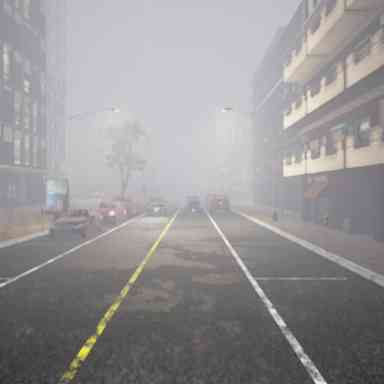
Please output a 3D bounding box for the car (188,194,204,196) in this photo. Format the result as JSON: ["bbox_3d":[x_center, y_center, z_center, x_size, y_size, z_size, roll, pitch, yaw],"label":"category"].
[{"bbox_3d":[0.111,1.139,42.091,2.097,1.767,4.553,0,0,0],"label":"car"}]

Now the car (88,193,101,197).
[{"bbox_3d":[-21.988,0.745,78.504,4.829,1.417,1.752,1,-1,-1],"label":"car"}]

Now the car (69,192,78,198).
[{"bbox_3d":[-27.330,0.499,69.980,5.009,1.841,2.192,1,-1,-1],"label":"car"}]

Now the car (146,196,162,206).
[{"bbox_3d":[-5.664,1.316,50.142,1.947,1.339,4.313,0,0,0],"label":"car"}]

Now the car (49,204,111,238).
[{"bbox_3d":[-5.683,1.495,16.837,1.802,1.307,4.206,0,0,0],"label":"car"}]

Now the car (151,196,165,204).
[{"bbox_3d":[-5.661,1.291,55.388,1.947,1.339,4.313,0,0,0],"label":"car"}]

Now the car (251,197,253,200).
[{"bbox_3d":[16.072,1.372,78.830,4.097,1.590,1.967,1,-1,-1],"label":"car"}]

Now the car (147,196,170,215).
[{"bbox_3d":[-3.083,1.332,31.238,2.128,1.511,4.902,0,0,0],"label":"car"}]

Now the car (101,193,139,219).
[{"bbox_3d":[-5.677,1.172,27.937,2.192,1.841,5.009,0,0,0],"label":"car"}]

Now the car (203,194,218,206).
[{"bbox_3d":[2.716,1.189,50.138,1.967,1.590,4.097,0,0,0],"label":"car"}]

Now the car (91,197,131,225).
[{"bbox_3d":[-5.680,1.325,22.387,1.967,1.590,4.097,0,0,0],"label":"car"}]

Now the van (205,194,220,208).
[{"bbox_3d":[2.713,1.117,44.587,1.690,1.788,3.998,0,0,0],"label":"van"}]

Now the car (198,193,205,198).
[{"bbox_3d":[2.741,1.108,95.028,1.947,1.339,4.313,0,0,0],"label":"car"}]

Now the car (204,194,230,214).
[{"bbox_3d":[2.706,1.144,33.484,2.192,1.841,5.009,0,0,0],"label":"car"}]

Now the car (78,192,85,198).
[{"bbox_3d":[-27.433,0.685,78.357,4.313,1.339,1.947,1,-1,-1],"label":"car"}]

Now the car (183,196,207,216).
[{"bbox_3d":[0.112,1.370,30.526,1.812,1.442,4.674,0,0,0],"label":"car"}]
